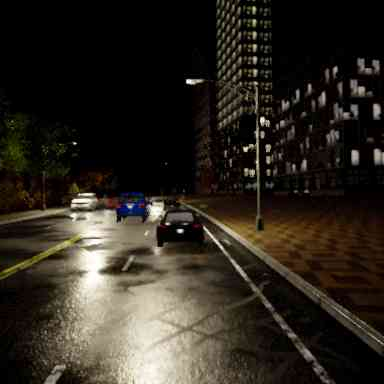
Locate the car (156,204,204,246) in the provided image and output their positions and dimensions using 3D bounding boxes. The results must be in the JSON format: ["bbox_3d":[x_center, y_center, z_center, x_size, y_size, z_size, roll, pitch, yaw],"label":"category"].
[{"bbox_3d":[-0.567,1.481,15.048,1.994,1.385,4.181,-1,0,-3],"label":"car"}]

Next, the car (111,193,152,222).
[{"bbox_3d":[-4.520,1.135,25.796,2.150,2.045,5.566,-1,0,-4],"label":"car"}]

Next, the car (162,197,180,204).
[{"bbox_3d":[-2.363,1.311,38.450,2.128,1.511,4.902,-1,0,-5],"label":"car"}]

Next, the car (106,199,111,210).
[{"bbox_3d":[-9.316,1.391,40.974,1.882,1.535,5.008,-1,0,-5],"label":"car"}]

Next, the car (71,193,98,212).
[{"bbox_3d":[-12.352,1.193,38.550,2.150,2.045,5.566,-1,0,-5],"label":"car"}]
